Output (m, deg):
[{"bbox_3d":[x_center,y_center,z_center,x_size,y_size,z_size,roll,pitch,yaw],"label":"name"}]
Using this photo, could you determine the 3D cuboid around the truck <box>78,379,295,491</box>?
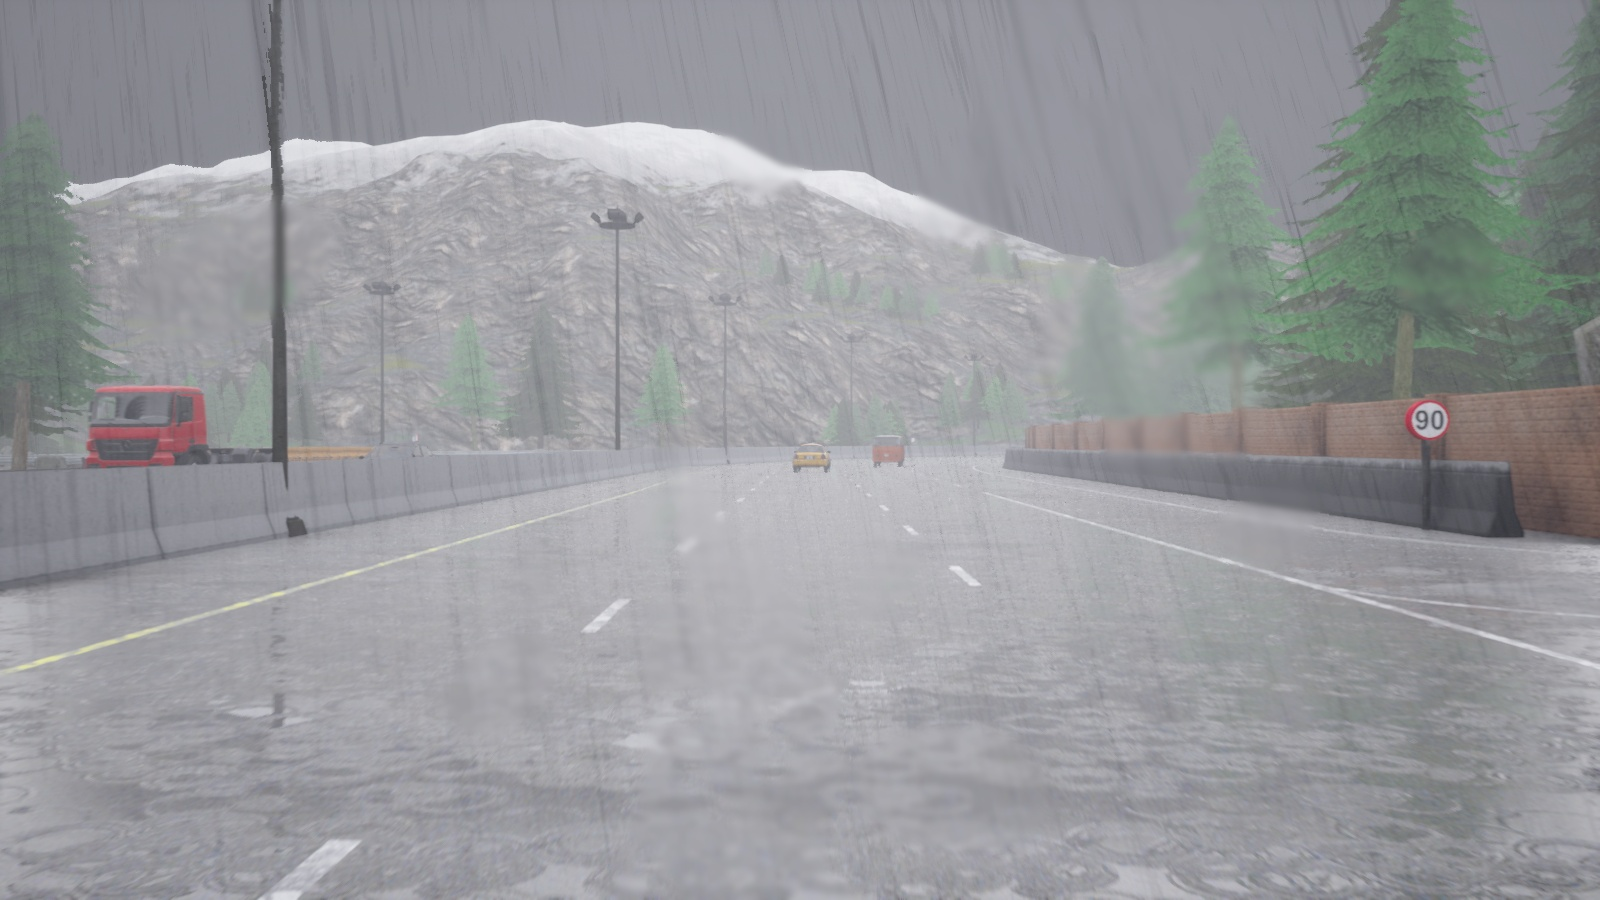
[{"bbox_3d":[-20.698,-0.495,43.056,2.891,3.462,7.936,0,0,6],"label":"truck"}]

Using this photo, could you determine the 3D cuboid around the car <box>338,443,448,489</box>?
[{"bbox_3d":[-13.742,0.495,42.687,2.163,1.488,4.792,0,0,0],"label":"car"}]

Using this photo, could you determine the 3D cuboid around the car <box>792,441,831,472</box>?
[{"bbox_3d":[0.641,0.317,65.424,1.801,1.575,5.366,0,0,3],"label":"car"}]

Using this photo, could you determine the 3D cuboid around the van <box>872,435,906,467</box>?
[{"bbox_3d":[5.640,0.059,78.842,1.775,1.987,4.442,0,0,9],"label":"van"}]
